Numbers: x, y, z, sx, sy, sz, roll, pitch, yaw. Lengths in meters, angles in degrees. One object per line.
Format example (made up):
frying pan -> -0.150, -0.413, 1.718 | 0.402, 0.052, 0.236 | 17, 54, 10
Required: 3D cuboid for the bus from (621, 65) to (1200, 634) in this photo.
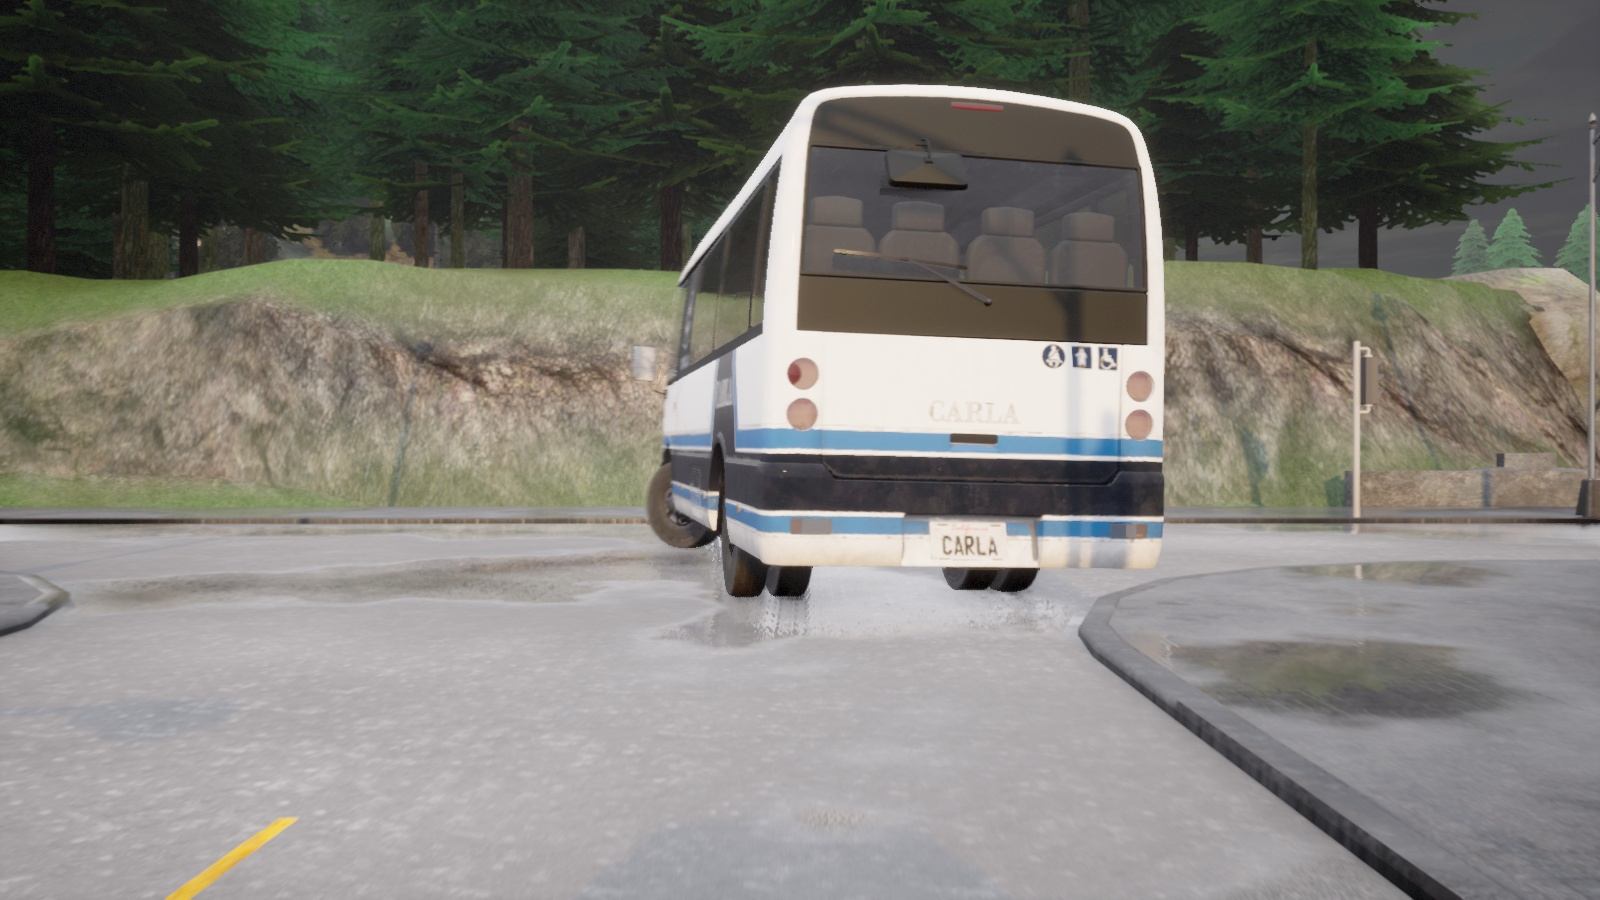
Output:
bus -> 0.232, -0.726, 14.807 | 3.944, 4.253, 10.273 | 2, 0, -11
